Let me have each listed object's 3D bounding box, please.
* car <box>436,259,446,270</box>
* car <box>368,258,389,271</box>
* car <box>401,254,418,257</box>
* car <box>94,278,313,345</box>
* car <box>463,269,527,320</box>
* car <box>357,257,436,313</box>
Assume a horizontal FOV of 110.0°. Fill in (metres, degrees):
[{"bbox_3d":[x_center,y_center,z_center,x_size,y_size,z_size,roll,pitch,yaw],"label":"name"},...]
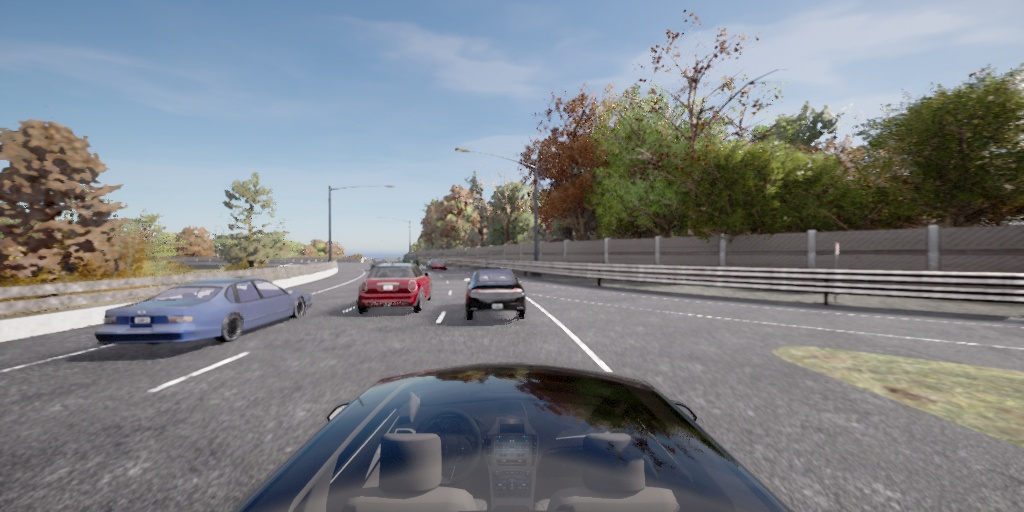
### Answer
[{"bbox_3d":[-10.027,1.125,47.077,1.994,1.385,4.181,0,0,-24],"label":"car"},{"bbox_3d":[-17.148,1.082,45.880,2.128,1.511,4.902,0,0,-25],"label":"car"},{"bbox_3d":[-13.216,0.800,45.761,2.150,2.045,5.566,0,0,-24],"label":"car"},{"bbox_3d":[-7.386,1.284,9.480,2.033,1.411,5.357,0,0,-4],"label":"car"},{"bbox_3d":[-0.645,1.191,12.515,2.128,1.511,4.902,0,0,-6],"label":"car"},{"bbox_3d":[-4.362,1.056,13.980,2.097,1.767,4.553,0,0,-7],"label":"car"}]
